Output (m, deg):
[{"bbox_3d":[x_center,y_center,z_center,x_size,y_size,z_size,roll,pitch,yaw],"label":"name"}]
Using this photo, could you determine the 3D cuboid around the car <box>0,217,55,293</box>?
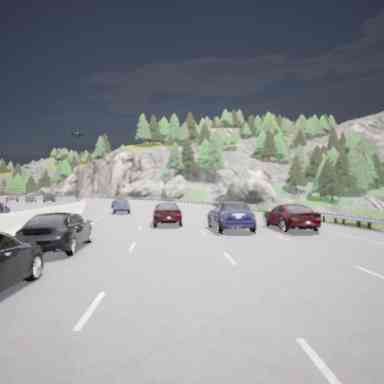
[{"bbox_3d":[-4.768,1.530,6.981,1.837,1.490,4.892,0,0,-3],"label":"car"}]

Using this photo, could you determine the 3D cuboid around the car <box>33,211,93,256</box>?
[{"bbox_3d":[-5.204,1.530,13.105,1.837,1.490,4.892,0,0,-5],"label":"car"}]

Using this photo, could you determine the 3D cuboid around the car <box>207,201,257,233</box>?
[{"bbox_3d":[2.208,1.330,19.555,2.097,1.767,4.553,0,0,-7],"label":"car"}]

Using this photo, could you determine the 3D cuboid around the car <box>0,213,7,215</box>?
[{"bbox_3d":[-16.984,1.613,28.400,1.812,1.442,4.674,0,0,-11],"label":"car"}]

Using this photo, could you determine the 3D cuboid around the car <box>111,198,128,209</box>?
[{"bbox_3d":[-10.541,1.604,48.376,1.994,1.385,4.181,0,0,-18],"label":"car"}]

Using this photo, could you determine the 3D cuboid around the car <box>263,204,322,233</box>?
[{"bbox_3d":[5.738,1.435,19.642,1.882,1.535,5.008,0,0,-6],"label":"car"}]

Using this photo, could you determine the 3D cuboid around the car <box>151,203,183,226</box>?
[{"bbox_3d":[-1.787,1.478,23.315,1.882,1.535,5.008,0,0,-8],"label":"car"}]

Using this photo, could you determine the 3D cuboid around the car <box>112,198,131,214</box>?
[{"bbox_3d":[-7.596,1.576,36.049,2.033,1.411,5.357,0,0,-12],"label":"car"}]
